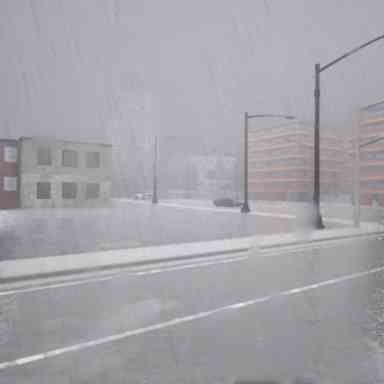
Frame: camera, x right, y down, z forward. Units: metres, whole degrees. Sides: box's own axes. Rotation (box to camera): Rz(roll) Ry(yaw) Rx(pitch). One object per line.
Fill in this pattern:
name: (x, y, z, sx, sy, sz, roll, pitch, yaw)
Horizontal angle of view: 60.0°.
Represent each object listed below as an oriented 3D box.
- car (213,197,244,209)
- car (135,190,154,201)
car: (5.065, 1.467, 45.861, 2.033, 1.411, 5.357, 1, 1, -34)
car: (-9.652, 0.726, 67.392, 2.150, 2.045, 5.566, 1, 0, -34)
